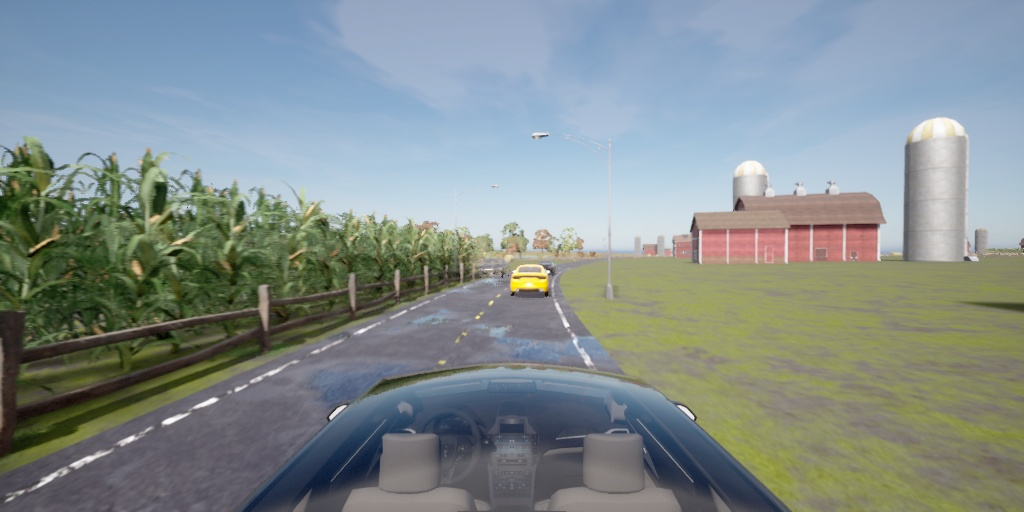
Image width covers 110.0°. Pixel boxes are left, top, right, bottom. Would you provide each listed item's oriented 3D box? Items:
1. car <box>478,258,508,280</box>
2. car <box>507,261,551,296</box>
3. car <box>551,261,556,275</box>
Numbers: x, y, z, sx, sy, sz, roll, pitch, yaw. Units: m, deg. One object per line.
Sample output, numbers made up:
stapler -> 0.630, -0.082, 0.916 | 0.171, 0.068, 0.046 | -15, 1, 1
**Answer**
car -> -1.191, 0.852, 26.167 | 2.128, 1.511, 4.902 | 0, 0, 7
car -> 1.031, 1.213, 19.531 | 1.882, 1.535, 5.008 | 0, 0, 5
car -> 3.622, 1.219, 37.973 | 1.812, 1.442, 4.674 | 0, 0, 10
